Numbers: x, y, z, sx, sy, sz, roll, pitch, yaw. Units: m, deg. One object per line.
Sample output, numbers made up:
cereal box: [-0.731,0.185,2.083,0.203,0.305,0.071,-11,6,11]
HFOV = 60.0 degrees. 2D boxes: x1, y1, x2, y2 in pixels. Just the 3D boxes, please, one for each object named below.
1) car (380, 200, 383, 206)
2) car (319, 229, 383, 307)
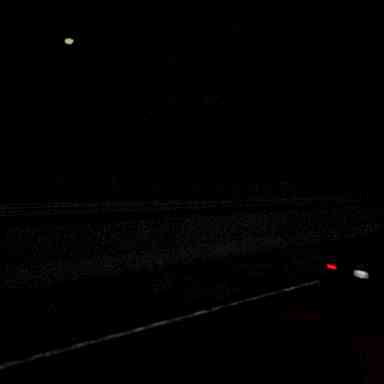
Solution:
car: [26.386,1.260,43.053,4.892,1.490,1.837,0,0,-33]
car: [5.070,1.496,7.338,5.357,1.411,2.033,0,0,-35]
